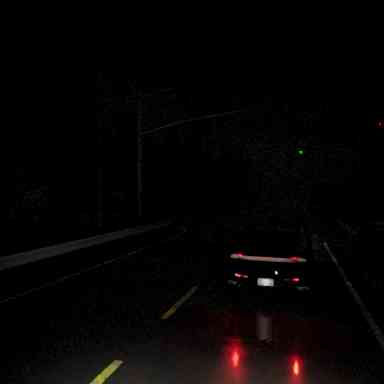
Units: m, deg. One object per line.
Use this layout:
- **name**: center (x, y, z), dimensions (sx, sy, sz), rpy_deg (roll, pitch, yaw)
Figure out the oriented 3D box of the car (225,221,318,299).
- **car**: center (2.168, 1.503, 8.637), dimensions (2.128, 1.511, 4.902), rpy_deg (0, 0, 18)
